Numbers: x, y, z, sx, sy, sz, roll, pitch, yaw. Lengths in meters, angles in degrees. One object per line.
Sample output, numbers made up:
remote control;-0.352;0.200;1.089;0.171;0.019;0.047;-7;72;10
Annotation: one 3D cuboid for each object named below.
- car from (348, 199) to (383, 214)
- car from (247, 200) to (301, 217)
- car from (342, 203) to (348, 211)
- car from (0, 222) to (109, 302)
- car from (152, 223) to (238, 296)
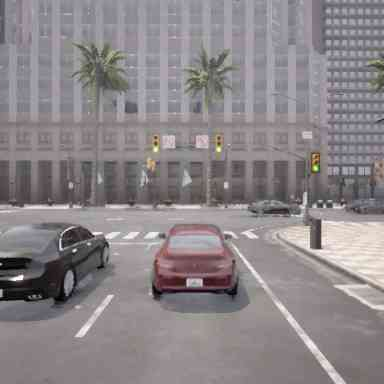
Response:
car;19.052;1.567;34.484;4.181;1.385;1.994;0;0;0
car;7.584;1.495;30.801;4.902;1.511;2.128;0;0;0
car;19.774;1.495;37.983;4.902;1.511;2.128;0;0;0
car;-3.434;1.507;8.231;1.837;1.490;4.892;0;0;0
car;0.086;1.526;8.525;1.812;1.442;4.674;0;0;1
